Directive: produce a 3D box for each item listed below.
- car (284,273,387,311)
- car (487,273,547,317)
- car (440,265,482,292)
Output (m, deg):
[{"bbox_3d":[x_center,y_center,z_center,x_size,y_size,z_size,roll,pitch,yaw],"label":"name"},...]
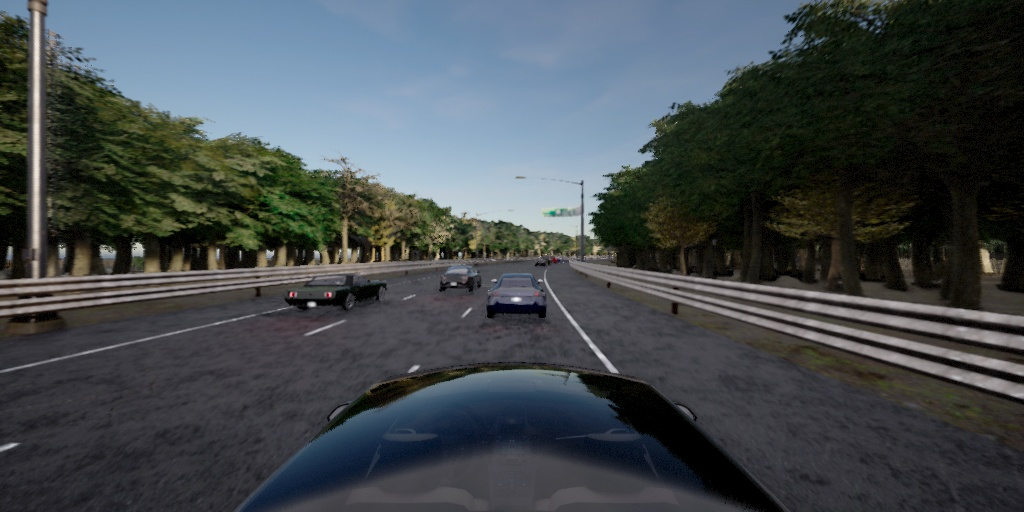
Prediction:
[{"bbox_3d":[-6.687,1.338,14.335,1.895,1.301,4.718,0,0,2],"label":"car"},{"bbox_3d":[0.194,1.316,13.131,1.994,1.385,4.181,0,0,2],"label":"car"},{"bbox_3d":[-2.908,1.268,20.913,1.812,1.442,4.674,0,0,3],"label":"car"}]
